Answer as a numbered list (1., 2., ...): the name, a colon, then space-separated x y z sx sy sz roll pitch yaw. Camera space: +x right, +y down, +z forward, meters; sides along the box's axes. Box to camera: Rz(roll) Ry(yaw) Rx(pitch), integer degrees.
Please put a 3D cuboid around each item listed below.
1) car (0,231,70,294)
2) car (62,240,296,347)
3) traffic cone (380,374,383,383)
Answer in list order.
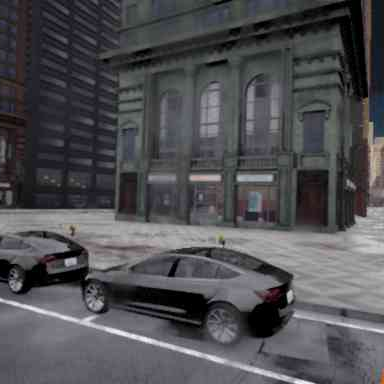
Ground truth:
1. car: -4.743 1.712 9.052 4.313 1.339 1.947 0 -1 29
2. car: -0.200 1.742 6.514 4.313 1.339 1.947 0 -1 29
3. traffic cone: 1.852 2.084 3.031 0.340 0.580 0.340 0 -2 29
